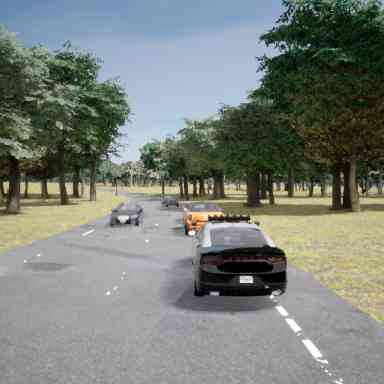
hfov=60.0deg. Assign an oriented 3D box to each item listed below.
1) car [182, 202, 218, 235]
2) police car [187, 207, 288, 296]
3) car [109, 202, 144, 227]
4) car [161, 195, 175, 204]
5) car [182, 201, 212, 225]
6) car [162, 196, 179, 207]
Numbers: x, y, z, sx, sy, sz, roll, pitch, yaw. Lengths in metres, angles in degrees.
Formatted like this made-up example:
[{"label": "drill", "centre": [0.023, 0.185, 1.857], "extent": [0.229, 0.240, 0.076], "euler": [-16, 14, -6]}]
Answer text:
[{"label": "car", "centre": [0.602, 1.321, 18.680], "extent": [2.097, 1.767, 4.553], "euler": [0, 0, -3]}, {"label": "police car", "centre": [0.950, 1.416, 8.757], "extent": [1.930, 1.638, 5.238], "euler": [0, 0, -1]}, {"label": "car", "centre": [-4.283, 1.456, 22.375], "extent": [2.128, 1.511, 4.902], "euler": [0, 0, -3]}, {"label": "car", "centre": [-4.261, 1.349, 58.819], "extent": [2.033, 1.411, 5.357], "euler": [0, 0, -9]}, {"label": "car", "centre": [0.275, 1.478, 24.743], "extent": [1.812, 1.442, 4.674], "euler": [0, 0, -4]}, {"label": "car", "centre": [-2.941, 1.408, 48.595], "extent": [2.033, 1.411, 5.357], "euler": [0, 0, -6]}]
